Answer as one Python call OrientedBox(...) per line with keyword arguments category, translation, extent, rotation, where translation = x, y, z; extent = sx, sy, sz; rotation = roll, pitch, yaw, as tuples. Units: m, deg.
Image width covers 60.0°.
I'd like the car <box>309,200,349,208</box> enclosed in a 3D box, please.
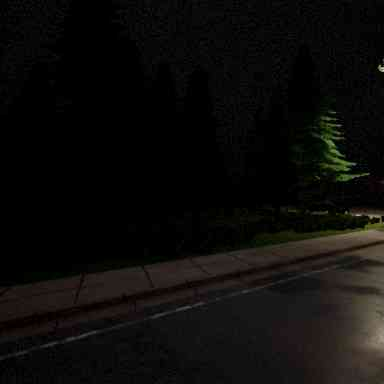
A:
OrientedBox(category="car", translation=(13.638, 1.576, 34.916), extent=(2.033, 1.411, 5.357), rotation=(0, 0, -38))
